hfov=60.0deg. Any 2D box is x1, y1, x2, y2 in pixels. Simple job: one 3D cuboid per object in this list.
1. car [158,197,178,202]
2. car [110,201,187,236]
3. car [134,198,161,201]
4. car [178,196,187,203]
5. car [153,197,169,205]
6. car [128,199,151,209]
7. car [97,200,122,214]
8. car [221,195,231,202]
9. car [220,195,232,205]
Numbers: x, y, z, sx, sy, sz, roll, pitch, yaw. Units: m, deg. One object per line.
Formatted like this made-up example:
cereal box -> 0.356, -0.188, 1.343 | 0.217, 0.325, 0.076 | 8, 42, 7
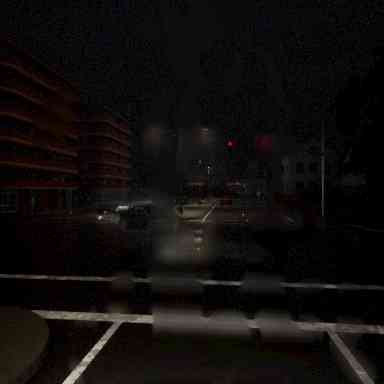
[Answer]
car -> -3.631, 1.492, 44.516 | 2.128, 1.511, 4.902 | 0, 0, 6
car -> -2.342, 1.491, 18.532 | 2.128, 1.511, 4.902 | -1, 0, -40
car -> -4.781, 1.600, 33.414 | 1.895, 1.301, 4.718 | 0, 0, 6
car -> -1.996, 1.505, 60.153 | 1.837, 1.490, 4.892 | 0, 0, 6
car -> -5.536, 1.563, 59.773 | 1.994, 1.385, 4.181 | 0, 0, 8
car -> -7.060, 1.600, 45.382 | 1.895, 1.301, 4.718 | 0, 0, 6
car -> -8.142, 1.548, 34.897 | 2.033, 1.411, 5.357 | 0, 0, 6
car -> 7.730, 1.523, 75.654 | 2.128, 1.511, 4.902 | 0, 0, 6
car -> 6.271, 1.504, 60.610 | 1.837, 1.490, 4.892 | 0, 0, 6
